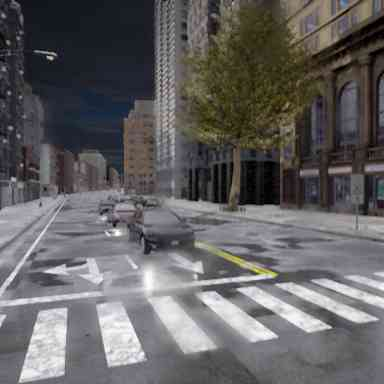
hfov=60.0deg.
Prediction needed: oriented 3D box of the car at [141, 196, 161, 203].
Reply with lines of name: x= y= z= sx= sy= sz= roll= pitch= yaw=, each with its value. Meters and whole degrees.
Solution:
car: x=-5.415 y=1.405 z=44.369 sx=1.994 sy=1.385 sz=4.181 roll=0 pitch=0 yaw=-19

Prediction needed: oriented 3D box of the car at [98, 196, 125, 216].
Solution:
car: x=-8.180 y=1.458 z=32.433 sx=2.033 sy=1.411 sz=5.357 roll=0 pitch=0 yaw=-19

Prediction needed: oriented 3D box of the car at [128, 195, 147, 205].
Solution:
car: x=-8.858 y=1.278 z=53.766 sx=2.128 sy=1.511 sz=4.902 roll=0 pitch=0 yaw=-20

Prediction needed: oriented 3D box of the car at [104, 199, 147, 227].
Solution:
car: x=-4.597 y=1.472 z=22.452 sx=1.812 sy=1.442 sz=4.674 roll=0 pitch=0 yaw=-20

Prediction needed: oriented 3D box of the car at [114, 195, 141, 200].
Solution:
car: x=-8.543 y=1.341 z=43.591 sx=2.128 sy=1.511 sz=4.902 roll=0 pitch=0 yaw=-20

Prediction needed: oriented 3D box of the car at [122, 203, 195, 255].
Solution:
car: x=-1.418 y=1.446 z=13.612 sx=1.882 sy=1.535 sz=5.008 roll=0 pitch=0 yaw=-20
